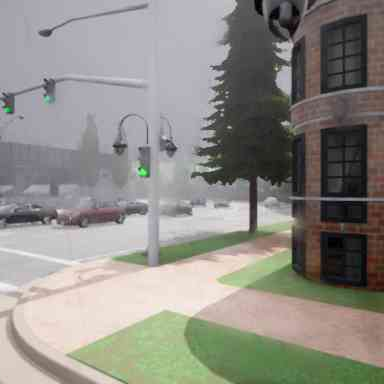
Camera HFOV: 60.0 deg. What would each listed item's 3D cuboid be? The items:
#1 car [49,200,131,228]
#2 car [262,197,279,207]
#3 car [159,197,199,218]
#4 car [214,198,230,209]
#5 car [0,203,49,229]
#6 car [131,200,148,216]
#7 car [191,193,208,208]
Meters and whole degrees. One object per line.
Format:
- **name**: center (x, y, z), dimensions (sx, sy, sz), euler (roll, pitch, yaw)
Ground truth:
- **car**: center (-6.655, 1.336, 22.200), dimensions (2.097, 1.767, 4.553), euler (0, 0, 34)
- **car**: center (11.742, 1.509, 49.735), dimensions (1.812, 1.442, 4.674), euler (0, 0, 4)
- **car**: center (-1.578, 1.510, 29.989), dimensions (1.812, 1.442, 4.674), euler (0, 0, 30)
- **car**: center (4.114, 1.544, 45.437), dimensions (1.994, 1.385, 4.181), euler (0, 0, 9)
- **car**: center (-11.234, 1.473, 21.724), dimensions (2.128, 1.511, 4.902), euler (0, 0, 35)
- **car**: center (-5.911, 1.473, 29.624), dimensions (2.128, 1.511, 4.902), euler (0, 0, 31)
- **car**: center (1.104, 1.200, 48.782), dimensions (2.150, 2.045, 5.566), euler (0, 0, 5)
